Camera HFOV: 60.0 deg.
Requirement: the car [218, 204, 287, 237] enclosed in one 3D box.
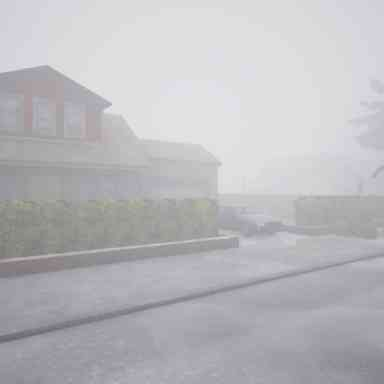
[{"bbox_3d":[2.260,1.356,16.995,2.033,1.415,5.357,0,0,-33],"label":"car"}]
